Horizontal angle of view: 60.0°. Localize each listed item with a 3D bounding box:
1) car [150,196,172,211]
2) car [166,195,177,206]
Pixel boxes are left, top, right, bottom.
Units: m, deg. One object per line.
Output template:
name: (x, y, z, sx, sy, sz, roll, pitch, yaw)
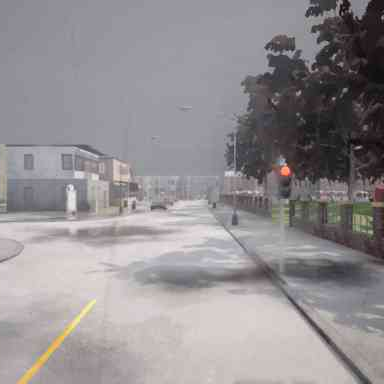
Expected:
car: (-4.062, 1.547, 42.011, 2.033, 1.411, 5.357, 0, 0, 0)
car: (-4.042, 1.352, 53.690, 2.097, 1.767, 4.553, 0, 0, 0)
